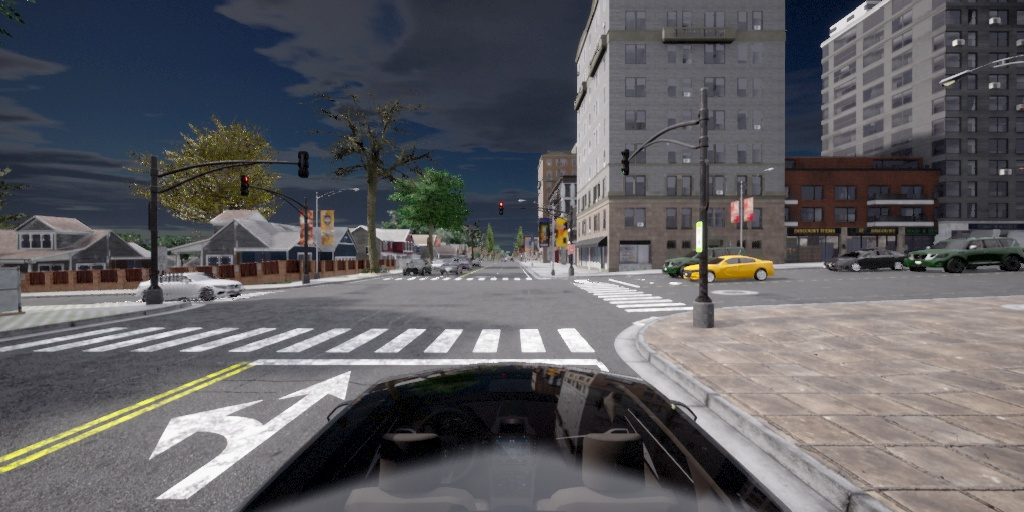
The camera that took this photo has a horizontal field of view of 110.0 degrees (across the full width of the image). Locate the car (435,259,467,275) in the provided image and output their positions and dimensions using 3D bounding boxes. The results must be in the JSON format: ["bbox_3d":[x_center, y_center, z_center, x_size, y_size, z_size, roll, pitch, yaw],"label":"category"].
[{"bbox_3d":[-6.599,1.261,39.578,2.128,1.511,4.902,0,0,0],"label":"car"}]

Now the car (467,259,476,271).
[{"bbox_3d":[-6.603,1.335,49.687,2.033,1.411,5.357,0,0,0],"label":"car"}]

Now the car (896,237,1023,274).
[{"bbox_3d":[27.413,-0.061,21.775,5.566,2.045,2.150,-2,0,0],"label":"car"}]

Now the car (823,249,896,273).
[{"bbox_3d":[24.592,0.316,25.019,4.892,1.490,1.837,-2,0,0],"label":"car"}]

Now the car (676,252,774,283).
[{"bbox_3d":[13.032,0.741,21.737,5.008,1.535,1.882,-2,0,-1],"label":"car"}]

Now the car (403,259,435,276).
[{"bbox_3d":[-9.850,1.119,37.503,2.097,1.767,4.553,0,0,0],"label":"car"}]

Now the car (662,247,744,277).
[{"bbox_3d":[13.452,0.458,24.985,5.566,2.045,2.150,-2,0,0],"label":"car"}]

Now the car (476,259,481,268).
[{"bbox_3d":[-6.577,1.334,64.343,1.837,1.490,4.892,0,0,0],"label":"car"}]

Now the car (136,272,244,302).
[{"bbox_3d":[-16.412,1.552,18.360,4.674,1.442,1.812,-2,0,1],"label":"car"}]

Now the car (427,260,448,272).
[{"bbox_3d":[-9.854,1.309,47.822,1.812,1.442,4.674,0,0,0],"label":"car"}]
